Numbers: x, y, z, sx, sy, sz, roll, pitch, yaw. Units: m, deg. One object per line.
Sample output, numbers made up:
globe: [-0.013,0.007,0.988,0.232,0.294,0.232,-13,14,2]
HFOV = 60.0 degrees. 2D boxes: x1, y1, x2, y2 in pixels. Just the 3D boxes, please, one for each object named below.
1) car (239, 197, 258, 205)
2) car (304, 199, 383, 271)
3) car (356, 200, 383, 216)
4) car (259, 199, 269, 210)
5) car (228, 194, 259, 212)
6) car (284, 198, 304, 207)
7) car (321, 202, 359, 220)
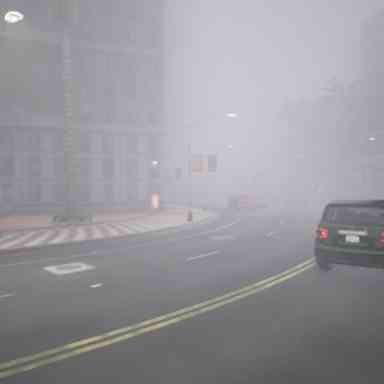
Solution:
car: [11.097,1.679,65.588,1.812,1.442,4.674,0,0,-15]
car: [5.490,1.227,10.254,2.150,2.045,5.566,0,0,36]
car: [18.175,1.532,32.932,1.812,1.442,4.674,0,0,3]
car: [8.726,1.649,45.872,2.033,1.411,5.357,0,0,-12]
car: [6.027,1.322,41.042,2.150,2.045,5.566,0,0,-8]
car: [16.168,1.643,51.916,1.994,1.385,4.181,0,0,-19]
car: [13.027,1.625,29.666,1.895,1.301,4.718,0,0,9]
